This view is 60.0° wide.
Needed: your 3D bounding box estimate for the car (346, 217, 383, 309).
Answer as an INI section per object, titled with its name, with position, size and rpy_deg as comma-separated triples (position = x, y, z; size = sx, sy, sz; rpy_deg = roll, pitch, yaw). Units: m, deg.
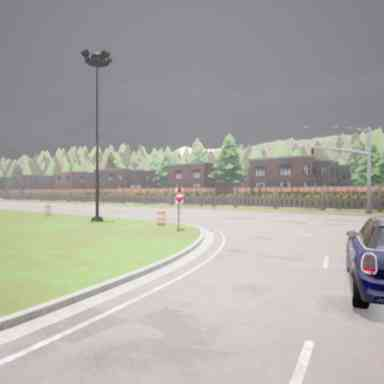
[car]
position = 4.706, 1.340, 7.529
size = 2.097, 1.767, 4.553
rpy_deg = 0, 0, 23
